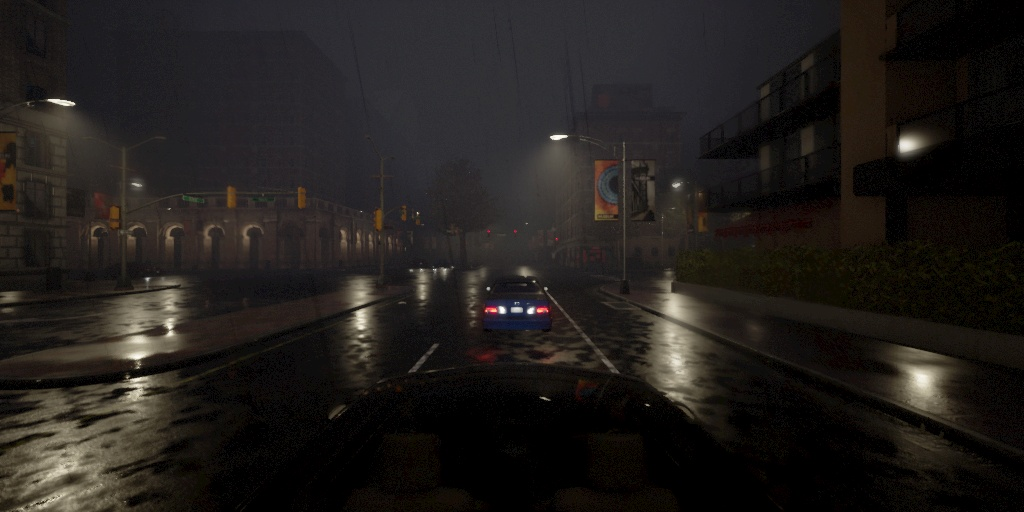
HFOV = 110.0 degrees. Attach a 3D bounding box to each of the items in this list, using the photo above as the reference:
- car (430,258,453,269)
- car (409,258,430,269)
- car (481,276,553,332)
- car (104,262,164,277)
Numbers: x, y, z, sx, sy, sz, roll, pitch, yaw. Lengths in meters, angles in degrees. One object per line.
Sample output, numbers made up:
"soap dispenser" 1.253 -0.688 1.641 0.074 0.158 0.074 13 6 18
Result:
"car" -11.062 1.273 56.732 1.812 1.442 4.674 0 0 1
"car" -14.646 1.099 56.827 2.097 1.767 4.553 0 0 2
"car" 0.150 1.297 10.819 2.033 1.411 5.357 0 0 1
"car" -36.561 1.274 34.666 4.674 1.442 1.812 0 0 0
